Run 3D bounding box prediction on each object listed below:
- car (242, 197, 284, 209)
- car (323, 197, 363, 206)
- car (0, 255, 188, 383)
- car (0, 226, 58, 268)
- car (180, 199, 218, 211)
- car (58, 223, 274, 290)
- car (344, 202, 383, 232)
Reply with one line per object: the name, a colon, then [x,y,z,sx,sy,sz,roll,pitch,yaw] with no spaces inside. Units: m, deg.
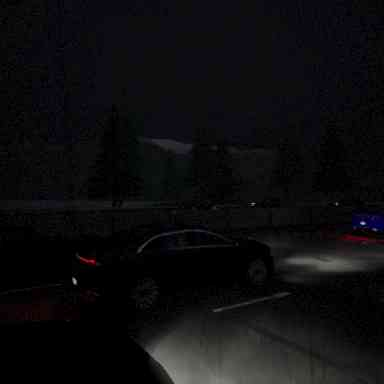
car: [7.709,1.289,36.322,4.553,1.767,2.097,0,0,-25]
car: [16.607,1.298,36.411,4.553,1.767,2.097,0,0,-22]
car: [-2.646,1.540,1.815,5.357,1.411,2.033,0,0,-35]
car: [-4.475,1.578,9.049,4.718,1.301,1.895,0,0,-35]
car: [0.788,1.492,36.795,4.181,1.385,1.994,0,0,-27]
car: [-0.218,1.476,7.663,4.902,1.511,2.128,0,0,-33]
car: [10.969,1.453,18.230,5.008,1.535,1.882,0,0,-27]
